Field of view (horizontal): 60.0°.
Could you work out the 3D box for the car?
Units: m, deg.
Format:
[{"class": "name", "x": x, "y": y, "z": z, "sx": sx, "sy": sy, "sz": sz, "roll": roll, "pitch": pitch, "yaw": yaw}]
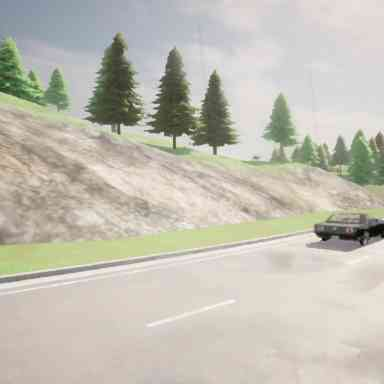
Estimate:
[{"class": "car", "x": 7.549, "y": 1.601, "z": 15.441, "sx": 1.895, "sy": 1.301, "sz": 4.718, "roll": 0, "pitch": 0, "yaw": 45}]
